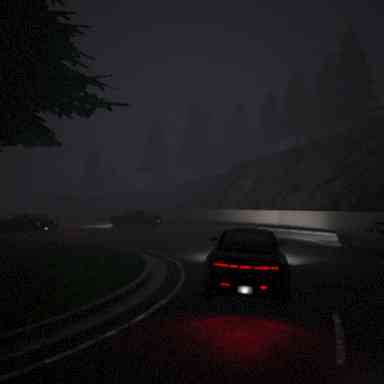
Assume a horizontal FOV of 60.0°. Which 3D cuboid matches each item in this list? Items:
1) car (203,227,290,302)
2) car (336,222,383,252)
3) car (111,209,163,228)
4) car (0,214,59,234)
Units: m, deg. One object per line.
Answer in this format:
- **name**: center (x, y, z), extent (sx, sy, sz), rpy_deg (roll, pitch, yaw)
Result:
- **car**: center (1.463, 1.695, 8.843), extent (1.837, 1.490, 4.892), rpy_deg (2, -1, 10)
- **car**: center (8.049, 1.851, 13.572), extent (1.895, 1.301, 4.718), rpy_deg (0, -1, -12)
- **car**: center (-4.561, 2.153, 27.285), extent (4.674, 1.442, 1.812), rpy_deg (-1, -2, 32)
- **car**: center (-11.698, 2.192, 23.534), extent (4.718, 1.301, 1.895), rpy_deg (-1, -1, 31)
